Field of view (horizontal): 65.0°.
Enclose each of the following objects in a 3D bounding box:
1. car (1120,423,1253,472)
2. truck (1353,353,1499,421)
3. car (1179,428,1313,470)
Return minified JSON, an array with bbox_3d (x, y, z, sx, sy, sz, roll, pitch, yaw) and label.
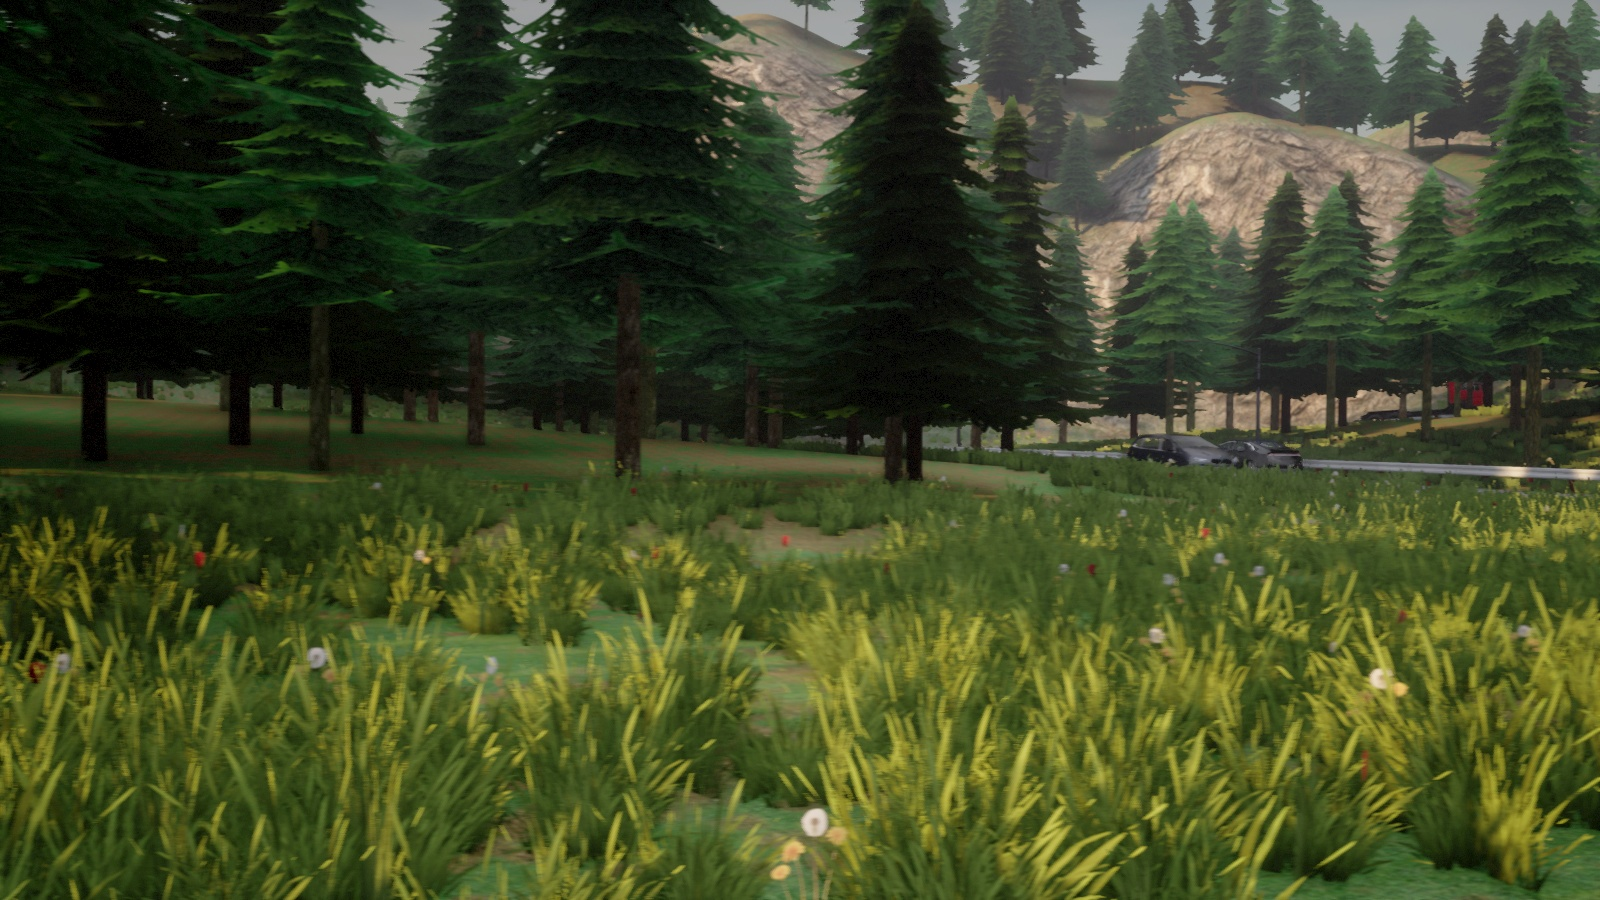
[{"bbox_3d":[13.959,-0.111,45.623,2.242,1.667,4.611,-1,1,-21],"label":"car"},{"bbox_3d":[40.632,-4.005,81.647,7.936,3.462,2.891,-6,-3,33],"label":"truck"},{"bbox_3d":[16.874,-0.066,47.804,2.128,1.511,4.902,-1,1,-21],"label":"car"}]
